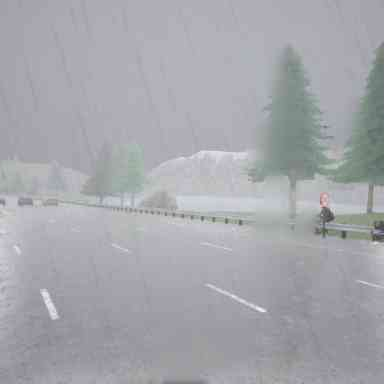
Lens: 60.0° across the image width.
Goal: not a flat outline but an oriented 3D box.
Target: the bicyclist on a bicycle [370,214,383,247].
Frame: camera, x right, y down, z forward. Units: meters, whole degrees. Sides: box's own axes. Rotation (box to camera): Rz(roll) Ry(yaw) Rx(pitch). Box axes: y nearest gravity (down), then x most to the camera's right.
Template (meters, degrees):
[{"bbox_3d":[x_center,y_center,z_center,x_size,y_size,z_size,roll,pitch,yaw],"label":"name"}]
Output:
[{"bbox_3d":[8.000,1.728,14.261,0.582,1.656,1.620,1,1,21],"label":"bicyclist on a bicycle"}]

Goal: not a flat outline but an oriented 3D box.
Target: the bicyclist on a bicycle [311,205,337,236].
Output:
[{"bbox_3d":[6.771,1.421,16.906,1.656,1.620,0.582,5,-1,-19],"label":"bicyclist on a bicycle"}]

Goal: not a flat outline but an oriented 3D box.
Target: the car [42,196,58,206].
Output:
[{"bbox_3d":[-23.640,1.478,55.371,1.882,1.535,5.008,0,0,-33],"label":"car"}]

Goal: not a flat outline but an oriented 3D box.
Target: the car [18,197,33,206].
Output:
[{"bbox_3d":[-27.542,1.491,54.965,2.128,1.511,4.902,0,0,-33],"label":"car"}]

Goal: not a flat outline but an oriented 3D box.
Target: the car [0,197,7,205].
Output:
[{"bbox_3d":[-32.451,1.526,56.119,1.812,1.442,4.674,0,0,-32],"label":"car"}]
